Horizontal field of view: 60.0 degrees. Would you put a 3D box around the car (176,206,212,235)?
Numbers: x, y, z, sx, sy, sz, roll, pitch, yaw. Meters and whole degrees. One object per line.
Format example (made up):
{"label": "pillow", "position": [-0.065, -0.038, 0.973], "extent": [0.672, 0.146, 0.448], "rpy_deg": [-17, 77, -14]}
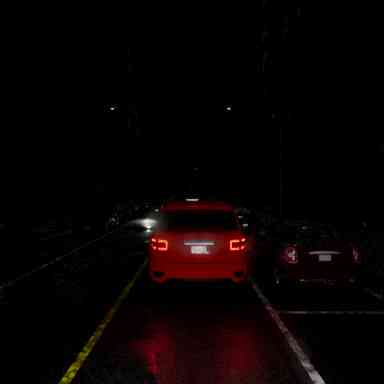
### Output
{"label": "car", "position": [0.121, 1.602, 19.944], "extent": [1.895, 1.301, 4.718], "rpy_deg": [0, 0, 0]}

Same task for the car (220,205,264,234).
{"label": "car", "position": [2.876, 1.552, 20.090], "extent": [2.008, 1.369, 4.403], "rpy_deg": [0, 0, 0]}

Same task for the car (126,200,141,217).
{"label": "car", "position": [-5.637, 1.444, 31.103], "extent": [1.967, 1.590, 4.097], "rpy_deg": [0, 0, 0]}

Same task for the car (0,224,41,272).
{"label": "car", "position": [-5.661, 1.582, 9.097], "extent": [1.802, 1.307, 4.206], "rpy_deg": [0, 0, 0]}

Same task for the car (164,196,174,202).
{"label": "car", "position": [-5.529, 1.617, 79.022], "extent": [2.008, 1.369, 4.403], "rpy_deg": [0, 0, 0]}

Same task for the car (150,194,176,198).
{"label": "car", "position": [-2.978, 1.229, 31.004], "extent": [2.150, 2.045, 5.566], "rpy_deg": [0, 0, 0]}

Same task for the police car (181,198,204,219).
{"label": "police car", "position": [0.033, 1.428, 30.207], "extent": [1.930, 1.638, 5.238], "rpy_deg": [0, 0, 0]}

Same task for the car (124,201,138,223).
{"label": "car", "position": [-5.644, 1.584, 25.601], "extent": [1.802, 1.307, 4.206], "rpy_deg": [0, 0, 0]}

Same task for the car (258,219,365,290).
{"label": "car", "position": [2.864, 1.440, 9.088], "extent": [1.967, 1.590, 4.097], "rpy_deg": [0, 0, 0]}

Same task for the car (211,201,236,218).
{"label": "car", "position": [2.888, 1.569, 31.093], "extent": [1.947, 1.339, 4.313], "rpy_deg": [0, 0, 0]}

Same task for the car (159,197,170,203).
{"label": "car", "position": [-5.561, 1.626, 68.206], "extent": [1.802, 1.307, 4.206], "rpy_deg": [0, 0, 0]}

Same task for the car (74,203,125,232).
{"label": "car", "position": [-5.649, 1.567, 20.100], "extent": [1.947, 1.339, 4.313], "rpy_deg": [0, 0, 0]}

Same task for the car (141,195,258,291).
{"label": "car", "position": [0.114, 1.221, 9.174], "extent": [2.150, 2.045, 5.566], "rpy_deg": [0, 0, 0]}
